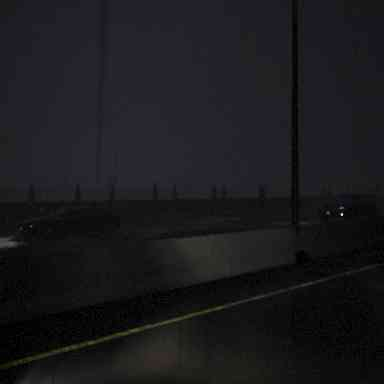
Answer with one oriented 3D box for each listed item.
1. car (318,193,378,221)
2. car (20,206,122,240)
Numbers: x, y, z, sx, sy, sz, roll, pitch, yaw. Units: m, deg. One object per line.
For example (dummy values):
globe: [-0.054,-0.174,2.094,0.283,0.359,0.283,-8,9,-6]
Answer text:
car: [11.997,1.123,25.440,5.566,2.045,2.150,0,0,-35]
car: [-6.006,1.482,16.905,4.892,1.490,1.837,0,0,-35]
